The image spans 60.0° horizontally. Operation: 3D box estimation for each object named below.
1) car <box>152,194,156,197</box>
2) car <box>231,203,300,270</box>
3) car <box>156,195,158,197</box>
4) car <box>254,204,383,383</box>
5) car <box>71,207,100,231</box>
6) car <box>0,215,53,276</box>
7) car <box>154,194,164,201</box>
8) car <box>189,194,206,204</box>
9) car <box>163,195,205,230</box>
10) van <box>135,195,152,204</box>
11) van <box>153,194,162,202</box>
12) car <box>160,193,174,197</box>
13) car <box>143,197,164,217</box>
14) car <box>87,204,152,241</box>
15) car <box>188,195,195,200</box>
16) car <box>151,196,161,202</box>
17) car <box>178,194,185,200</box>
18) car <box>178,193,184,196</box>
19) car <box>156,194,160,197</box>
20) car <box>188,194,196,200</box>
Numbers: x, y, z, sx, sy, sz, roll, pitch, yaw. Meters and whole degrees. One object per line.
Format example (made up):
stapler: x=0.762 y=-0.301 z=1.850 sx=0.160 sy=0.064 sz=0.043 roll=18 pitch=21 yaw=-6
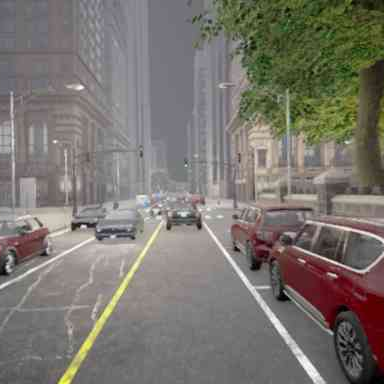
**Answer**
car: x=-7.426 y=1.492 z=53.558 sx=1.967 sy=1.590 sz=4.097 roll=-1 pitch=0 yaw=-2
car: x=2.510 y=1.252 z=10.725 sx=2.192 sy=1.841 sz=5.009 roll=-1 pitch=0 yaw=-2
car: x=-7.603 y=1.596 z=58.996 sx=1.887 sy=1.381 sz=4.507 roll=-1 pitch=0 yaw=-2
car: x=2.691 y=1.258 z=5.204 sx=2.192 sy=1.841 sz=5.009 roll=-1 pitch=0 yaw=-2
car: x=-6.368 y=1.645 z=21.477 sx=1.947 sy=1.339 sz=4.313 roll=-1 pitch=0 yaw=-2
car: x=-6.008 y=1.535 z=10.435 sx=1.967 sy=1.590 sz=4.097 roll=-1 pitch=0 yaw=-2
car: x=-8.501 y=1.367 z=86.188 sx=2.192 sy=1.841 sz=5.009 roll=-1 pitch=0 yaw=-2
car: x=1.091 y=1.209 z=53.846 sx=2.192 sy=1.841 sz=5.009 roll=-1 pitch=0 yaw=-2
car: x=-0.514 y=1.324 z=21.001 sx=2.097 sy=1.767 sz=4.553 roll=-1 pitch=0 yaw=-2
van: x=-7.249 y=1.395 z=48.120 sx=1.690 sy=1.788 sz=3.998 roll=-1 pitch=0 yaw=-2
van: x=-8.322 y=1.393 z=80.749 sx=1.690 sy=1.788 sz=3.998 roll=-1 pitch=0 yaw=-2
car: x=-5.205 y=1.540 z=70.100 sx=2.033 sy=1.411 sz=5.357 roll=-1 pitch=0 yaw=-2
car: x=-2.097 y=1.481 z=31.032 sx=2.128 sy=1.511 sz=4.902 roll=-1 pitch=0 yaw=25
car: x=-3.541 y=1.583 z=17.291 sx=2.033 sy=1.411 sz=5.357 roll=-1 pitch=0 yaw=-2
car: x=-0.156 y=1.476 z=91.911 sx=1.802 sy=1.307 sz=4.206 roll=-1 pitch=0 yaw=-2
car: x=-8.140 y=1.596 z=75.311 sx=1.887 sy=1.381 sz=4.507 roll=-1 pitch=0 yaw=-2
car: x=-2.838 y=1.348 z=89.311 sx=1.882 sy=1.535 sz=5.008 roll=-1 pitch=0 yaw=-2
car: x=-2.509 y=1.298 z=79.284 sx=2.097 sy=1.767 sz=4.553 roll=-1 pitch=0 yaw=-2
car: x=-7.782 y=1.617 z=64.434 sx=1.947 sy=1.339 sz=4.313 roll=-1 pitch=0 yaw=-2
car: x=0.020 y=1.334 z=86.473 sx=1.967 sy=1.590 sz=4.097 roll=-1 pitch=0 yaw=-2
